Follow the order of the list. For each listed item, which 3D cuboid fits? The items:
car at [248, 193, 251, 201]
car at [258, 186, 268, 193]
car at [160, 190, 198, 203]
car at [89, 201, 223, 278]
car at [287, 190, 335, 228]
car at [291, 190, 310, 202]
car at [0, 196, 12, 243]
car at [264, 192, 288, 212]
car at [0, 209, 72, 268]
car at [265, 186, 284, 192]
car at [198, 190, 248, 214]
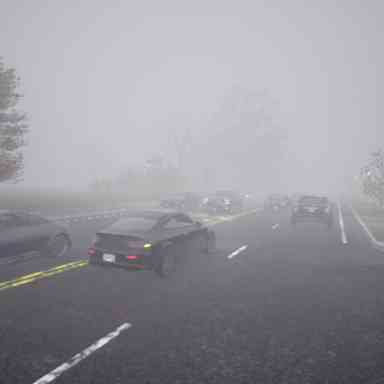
[{"bbox_3d":[6.037,0.429,41.913,1.994,1.385,4.181,3,2,23],"label":"car"},{"bbox_3d":[12.477,-0.251,56.530,1.837,1.490,4.892,3,2,23],"label":"car"},{"bbox_3d":[-0.776,0.628,26.192,1.882,1.535,5.008,3,2,23],"label":"car"},{"bbox_3d":[-0.843,1.199,9.193,1.812,1.442,4.674,3,2,23],"label":"car"},{"bbox_3d":[7.124,0.952,19.404,2.097,1.767,4.553,3,2,23],"label":"car"},{"bbox_3d":[14.869,0.495,45.486,1.882,1.535,5.008,3,2,23],"label":"car"},{"bbox_3d":[-8.023,0.925,9.450,1.882,1.535,5.008,3,2,23],"label":"car"},{"bbox_3d":[7.565,0.928,28.627,1.895,1.301,4.718,3,2,23],"label":"car"},{"bbox_3d":[-5.020,1.140,8.222,1.994,1.385,4.181,3,2,23],"label":"car"},{"bbox_3d":[12.382,0.332,48.278,1.882,1.535,5.008,3,2,24],"label":"car"},{"bbox_3d":[2.513,0.620,25.601,2.097,1.767,4.553,3,2,23],"label":"car"}]
